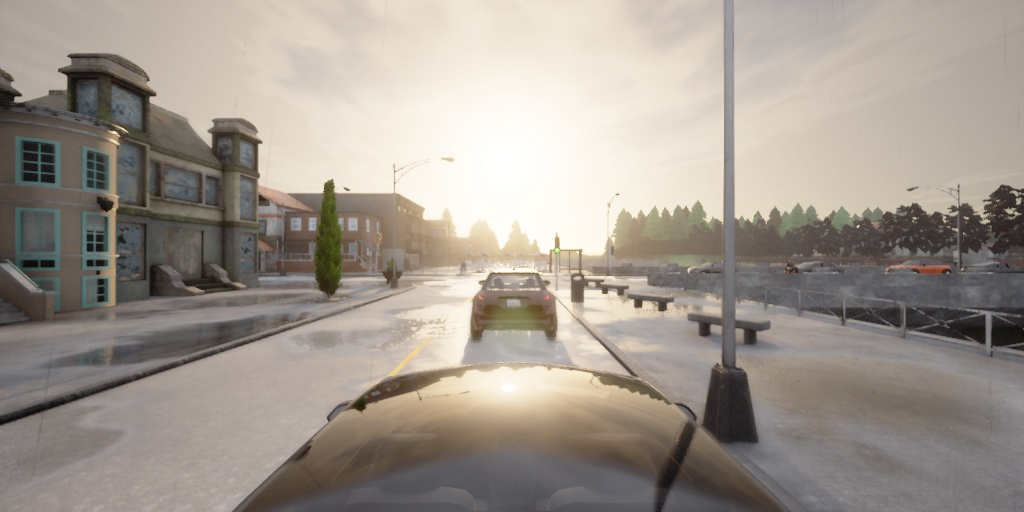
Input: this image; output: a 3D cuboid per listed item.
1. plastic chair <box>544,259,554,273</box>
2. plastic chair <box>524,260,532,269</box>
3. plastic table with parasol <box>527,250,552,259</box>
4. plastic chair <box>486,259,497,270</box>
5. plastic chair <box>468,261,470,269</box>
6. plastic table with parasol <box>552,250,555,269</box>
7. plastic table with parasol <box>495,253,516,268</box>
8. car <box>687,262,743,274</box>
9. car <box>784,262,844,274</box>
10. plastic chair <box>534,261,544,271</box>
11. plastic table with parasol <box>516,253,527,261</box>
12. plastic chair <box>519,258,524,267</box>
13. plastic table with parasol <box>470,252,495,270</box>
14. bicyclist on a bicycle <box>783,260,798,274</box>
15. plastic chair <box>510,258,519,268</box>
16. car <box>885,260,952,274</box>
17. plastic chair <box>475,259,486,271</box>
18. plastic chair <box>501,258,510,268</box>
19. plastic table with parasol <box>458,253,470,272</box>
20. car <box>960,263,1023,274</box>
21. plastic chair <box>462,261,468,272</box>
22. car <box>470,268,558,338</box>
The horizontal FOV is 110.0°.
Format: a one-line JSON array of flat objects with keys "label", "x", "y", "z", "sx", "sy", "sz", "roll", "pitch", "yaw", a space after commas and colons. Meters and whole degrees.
[{"label": "plastic chair", "x": 4.988, "y": 1.355, "z": 48.936, "sx": 0.730, "sy": 1.272, "sz": 0.750, "roll": 0, "pitch": 0, "yaw": 0}, {"label": "plastic chair", "x": 2.388, "y": 1.356, "z": 49.144, "sx": 0.730, "sy": 1.272, "sz": 0.750, "roll": 0, "pitch": 0, "yaw": 0}, {"label": "plastic table with parasol", "x": 3.728, "y": 0.751, "z": 49.110, "sx": 2.482, "sy": 2.480, "sz": 2.482, "roll": 0, "pitch": 0, "yaw": 0}, {"label": "plastic chair", "x": -2.810, "y": 1.356, "z": 49.761, "sx": 0.730, "sy": 1.272, "sz": 0.750, "roll": 0, "pitch": 0, "yaw": 0}, {"label": "plastic chair", "x": -5.409, "y": 1.357, "z": 49.969, "sx": 0.730, "sy": 1.272, "sz": 0.750, "roll": 0, "pitch": 0, "yaw": 0}, {"label": "plastic table with parasol", "x": 5.166, "y": 0.765, "z": 57.736, "sx": 2.482, "sy": 2.480, "sz": 2.482, "roll": 0, "pitch": 0, "yaw": 0}, {"label": "plastic table with parasol", "x": -1.037, "y": 0.764, "z": 56.855, "sx": 2.482, "sy": 2.480, "sz": 2.482, "roll": 0, "pitch": 0, "yaw": 0}, {"label": "car", "x": 19.230, "y": 1.294, "z": 33.997, "sx": 4.902, "sy": 1.511, "sz": 2.128, "roll": 0, "pitch": 0, "yaw": 0}, {"label": "car", "x": 28.528, "y": 1.307, "z": 33.964, "sx": 4.892, "sy": 1.490, "sz": 1.837, "roll": 0, "pitch": 0, "yaw": 0}, {"label": "plastic chair", "x": 3.584, "y": 1.353, "z": 47.841, "sx": 0.750, "sy": 1.272, "sz": 0.730, "roll": 0, "pitch": 0, "yaw": 0}, {"label": "plastic table with parasol", "x": 1.357, "y": 0.776, "z": 64.458, "sx": 2.482, "sy": 2.480, "sz": 2.482, "roll": 0, "pitch": 0, "yaw": 0}, {"label": "plastic chair", "x": 1.237, "y": 1.378, "z": 63.280, "sx": 0.750, "sy": 1.272, "sz": 0.730, "roll": 0, "pitch": 0, "yaw": 0}, {"label": "plastic table with parasol", "x": -4.089, "y": 0.753, "z": 49.885, "sx": 2.482, "sy": 2.480, "sz": 2.482, "roll": 0, "pitch": 0, "yaw": 0}, {"label": "bicyclist on a bicycle", "x": 19.885, "y": 1.137, "z": 25.596, "sx": 0.582, "sy": 1.620, "sz": 1.656, "roll": 0, "pitch": 0, "yaw": 0}, {"label": "plastic chair", "x": 0.312, "y": 1.368, "z": 56.751, "sx": 0.730, "sy": 1.272, "sz": 0.750, "roll": 0, "pitch": 0, "yaw": 0}, {"label": "car", "x": 38.342, "y": 1.154, "z": 33.919, "sx": 4.553, "sy": 1.767, "sz": 2.097, "roll": 0, "pitch": 0, "yaw": 0}, {"label": "plastic chair", "x": -4.213, "y": 1.355, "z": 48.665, "sx": 0.750, "sy": 1.272, "sz": 0.730, "roll": 0, "pitch": 0, "yaw": 0}, {"label": "plastic chair", "x": -1.091, "y": 1.366, "z": 55.655, "sx": 0.750, "sy": 1.272, "sz": 0.730, "roll": 0, "pitch": 0, "yaw": 0}, {"label": "plastic table with parasol", "x": -6.958, "y": 0.763, "z": 56.484, "sx": 2.482, "sy": 2.480, "sz": 2.482, "roll": 0, "pitch": 0, "yaw": 0}, {"label": "car", "x": 40.459, "y": 1.301, "z": 29.821, "sx": 4.892, "sy": 1.490, "sz": 1.837, "roll": 0, "pitch": 0, "yaw": 1}, {"label": "plastic chair", "x": -6.888, "y": 1.365, "z": 55.305, "sx": 0.750, "sy": 1.272, "sz": 0.730, "roll": 0, "pitch": 0, "yaw": 0}, {"label": "car", "x": 0.070, "y": 1.115, "z": 10.416, "sx": 2.097, "sy": 1.767, "sz": 4.553, "roll": 0, "pitch": 0, "yaw": 1}]
